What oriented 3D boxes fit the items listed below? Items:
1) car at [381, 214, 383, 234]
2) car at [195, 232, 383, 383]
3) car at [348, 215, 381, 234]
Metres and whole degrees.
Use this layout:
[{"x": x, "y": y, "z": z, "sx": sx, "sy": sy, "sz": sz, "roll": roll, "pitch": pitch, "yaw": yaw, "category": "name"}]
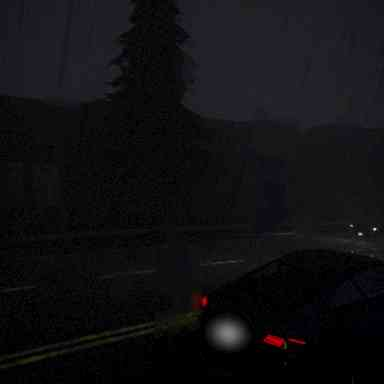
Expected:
[{"x": 9.569, "y": 1.456, "z": 11.662, "sx": 4.902, "sy": 1.511, "sz": 2.128, "roll": 0, "pitch": 0, "yaw": -15, "category": "car"}, {"x": 2.147, "y": 1.543, "z": 4.673, "sx": 4.181, "sy": 1.385, "sz": 1.994, "roll": 0, "pitch": 0, "yaw": -29, "category": "car"}, {"x": 10.087, "y": 1.493, "z": 15.460, "sx": 5.357, "sy": 1.411, "sz": 2.033, "roll": 0, "pitch": 0, "yaw": -14, "category": "car"}]
